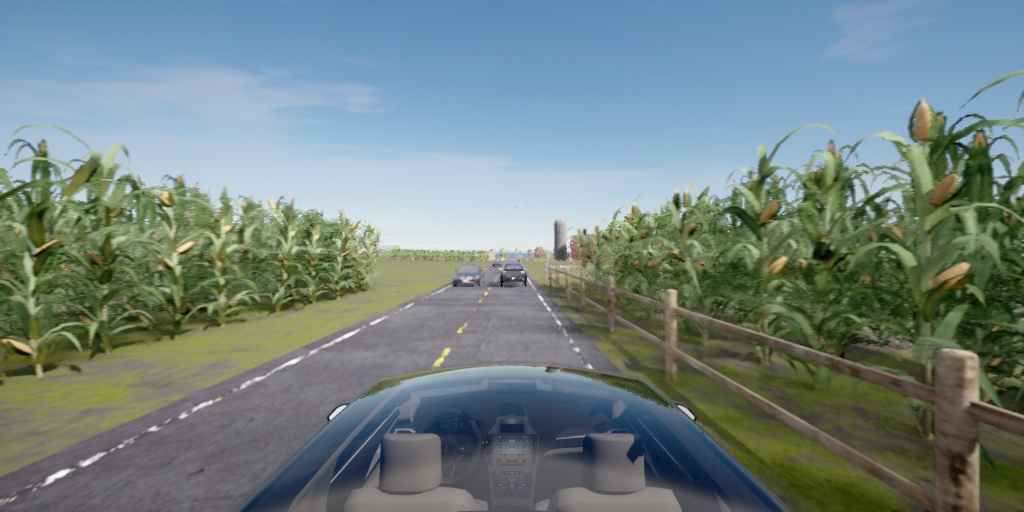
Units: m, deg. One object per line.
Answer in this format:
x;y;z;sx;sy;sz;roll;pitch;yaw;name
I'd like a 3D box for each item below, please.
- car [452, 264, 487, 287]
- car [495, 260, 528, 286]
-2.846;1.280;24.476;1.812;1.442;4.674;0;0;0;car
0.101;1.246;25.498;2.128;1.511;4.902;0;0;0;car
